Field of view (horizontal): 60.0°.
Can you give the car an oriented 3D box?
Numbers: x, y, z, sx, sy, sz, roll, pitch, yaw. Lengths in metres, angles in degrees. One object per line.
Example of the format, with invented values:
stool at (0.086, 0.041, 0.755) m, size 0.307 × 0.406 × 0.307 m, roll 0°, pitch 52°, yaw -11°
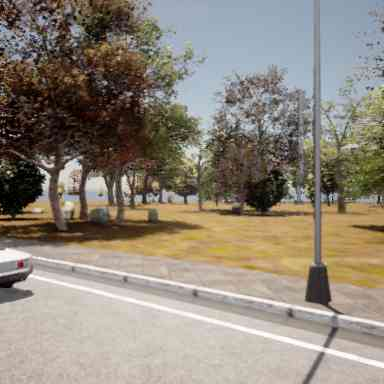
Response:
car at (-5.868, 1.556, 7.675) m, size 4.718 × 1.301 × 1.895 m, roll 0°, pitch 0°, yaw 32°
